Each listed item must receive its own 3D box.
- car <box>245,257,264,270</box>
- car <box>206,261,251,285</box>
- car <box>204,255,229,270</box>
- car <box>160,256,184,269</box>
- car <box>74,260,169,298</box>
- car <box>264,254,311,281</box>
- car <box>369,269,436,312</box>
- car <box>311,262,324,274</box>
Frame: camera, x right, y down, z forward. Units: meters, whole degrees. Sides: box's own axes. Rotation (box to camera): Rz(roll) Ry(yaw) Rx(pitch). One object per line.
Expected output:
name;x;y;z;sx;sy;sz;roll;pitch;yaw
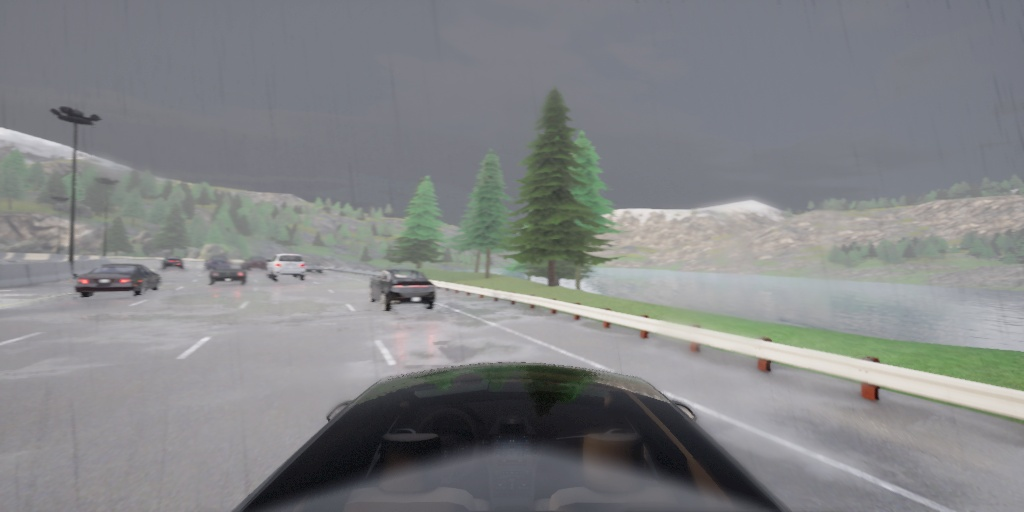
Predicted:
car;-30.766;0.889;43.146;2.097;1.767;4.553;2;-1;-45
car;-18.961;1.182;24.099;1.895;1.301;4.718;2;-1;-37
car;-34.002;0.797;41.426;2.097;1.767;4.553;2;-1;-45
car;-41.831;0.801;44.127;4.892;1.490;1.837;0;-2;42
car;-18.075;1.064;16.699;2.033;1.411;5.357;2;-1;-35
car;-18.323;0.871;29.075;2.150;2.045;5.566;2;-2;-39
car;-4.584;1.287;14.665;2.128;1.511;4.902;2;-1;-30
car;-22.314;1.282;39.464;1.895;1.301;4.718;2;-1;-41
